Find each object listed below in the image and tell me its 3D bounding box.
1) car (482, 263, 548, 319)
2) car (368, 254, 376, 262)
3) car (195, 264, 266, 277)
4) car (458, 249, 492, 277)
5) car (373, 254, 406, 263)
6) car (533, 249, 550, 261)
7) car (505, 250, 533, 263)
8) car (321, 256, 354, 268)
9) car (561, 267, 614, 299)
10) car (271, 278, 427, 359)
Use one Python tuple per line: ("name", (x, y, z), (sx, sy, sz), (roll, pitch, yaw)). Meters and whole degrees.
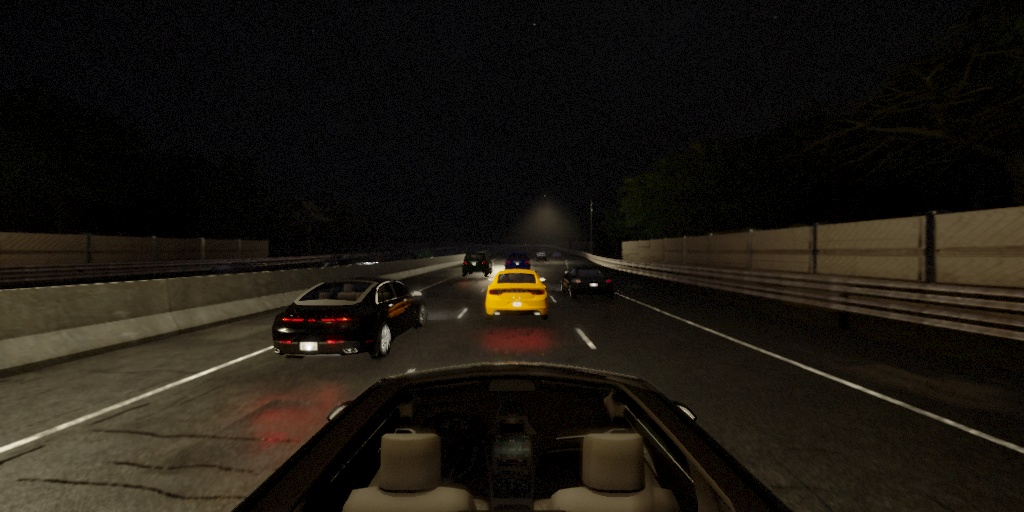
("car", (0.169, 1.199, 12.672), (1.882, 1.535, 5.008), (0, 0, 1))
("car", (-22.446, 0.309, 59.777), (1.994, 1.385, 4.181), (0, 2, 0))
("car", (-17.393, 1.185, 22.313), (1.994, 1.385, 4.181), (0, 1, 1))
("car", (-2.994, 0.681, 31.660), (2.150, 2.045, 5.566), (0, 1, 1))
("car", (-13.429, 0.763, 40.376), (1.837, 1.490, 4.892), (0, 1, 2))
("car", (5.117, 0.091, 63.223), (2.128, 1.511, 4.902), (0, 2, 3))
("car", (0.514, 0.675, 31.880), (2.150, 2.045, 5.566), (0, 1, 1))
("car", (-20.373, 0.713, 42.014), (2.128, 1.511, 4.902), (0, 1, 2))
("car", (3.587, 1.203, 17.552), (1.994, 1.385, 4.181), (0, 1, 1))
("car", (-3.366, 1.246, 8.384), (1.837, 1.490, 4.892), (0, 0, 0))
